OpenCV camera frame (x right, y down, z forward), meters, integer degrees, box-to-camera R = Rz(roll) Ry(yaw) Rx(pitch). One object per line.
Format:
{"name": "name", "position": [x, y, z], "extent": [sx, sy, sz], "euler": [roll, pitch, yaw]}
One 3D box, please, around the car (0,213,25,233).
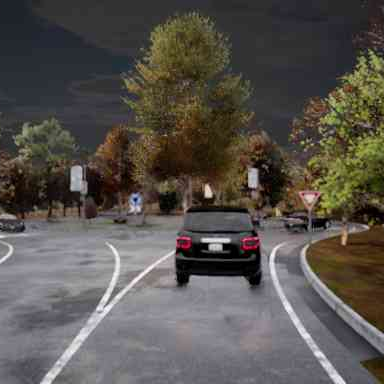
{"name": "car", "position": [-14.299, 2.293, 25.100], "extent": [4.674, 1.442, 1.812], "euler": [-2, -3, 44]}

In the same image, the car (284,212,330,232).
{"name": "car", "position": [9.255, 2.318, 26.568], "extent": [4.902, 1.511, 2.128], "euler": [2, -3, -42]}

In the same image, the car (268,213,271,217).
{"name": "car", "position": [8.927, 3.257, 48.506], "extent": [2.033, 1.411, 5.357], "euler": [2, -3, -43]}

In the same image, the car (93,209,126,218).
{"name": "car", "position": [-12.581, 3.237, 50.841], "extent": [4.718, 1.301, 1.895], "euler": [0, -2, -33]}

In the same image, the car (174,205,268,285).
{"name": "car", "position": [0.894, 1.409, 10.188], "extent": [2.150, 2.045, 5.566], "euler": [0, -2, 8]}
